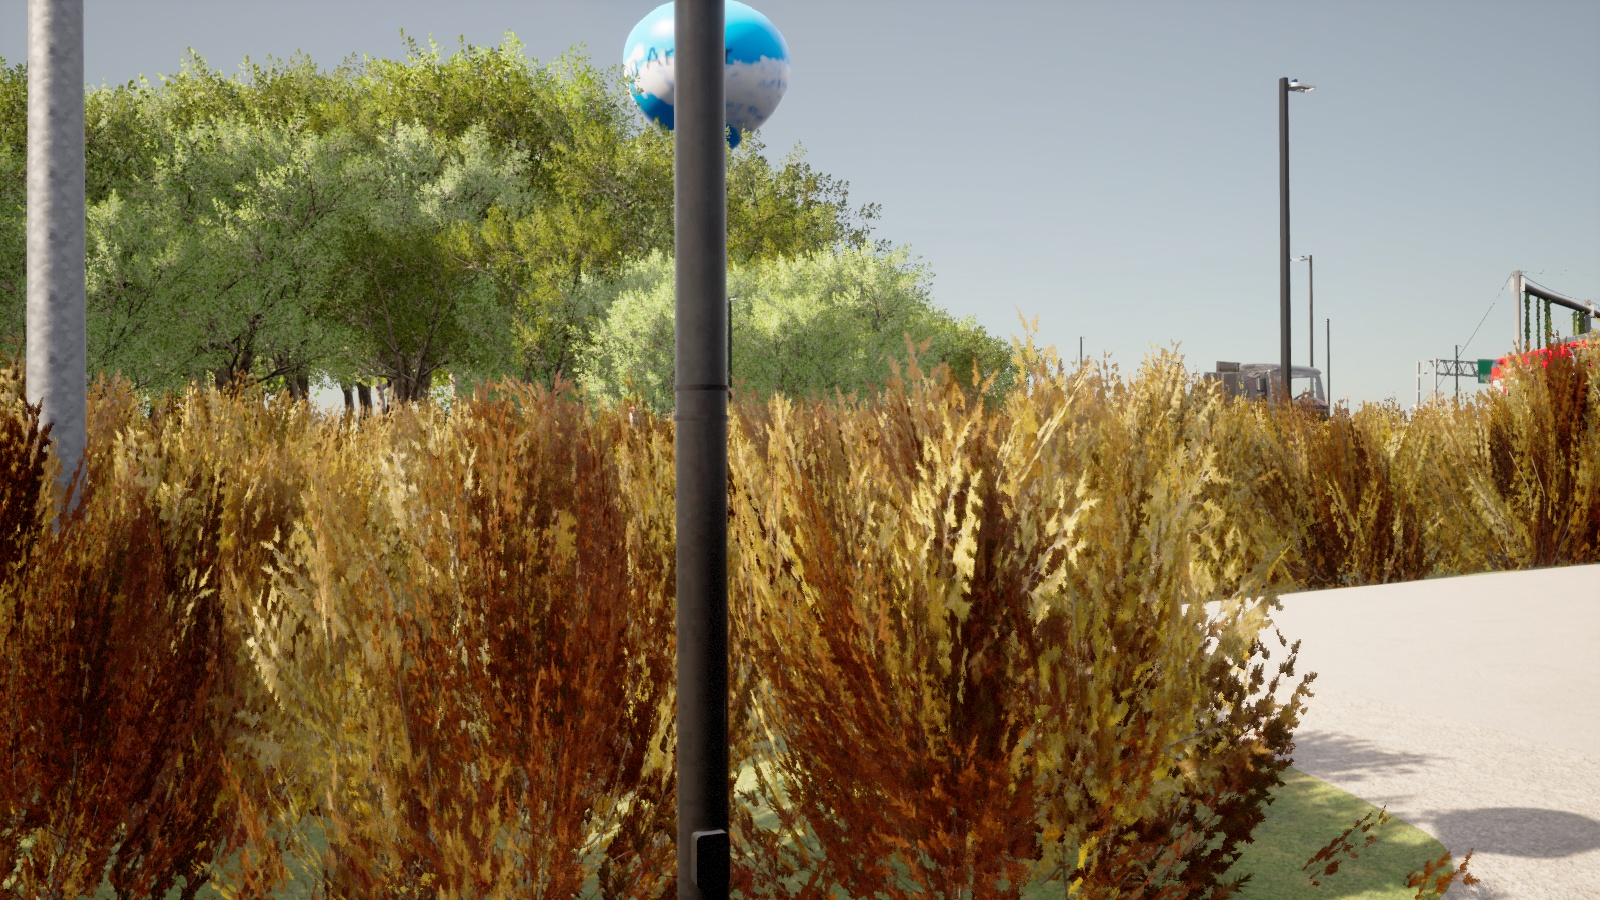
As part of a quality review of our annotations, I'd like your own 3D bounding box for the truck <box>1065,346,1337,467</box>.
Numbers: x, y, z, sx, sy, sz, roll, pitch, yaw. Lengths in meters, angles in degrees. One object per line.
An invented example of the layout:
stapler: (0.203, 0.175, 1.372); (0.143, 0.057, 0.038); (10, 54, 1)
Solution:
truck: (12.520, -1.217, 39.986); (2.891, 3.462, 7.936); (-1, 0, -38)
